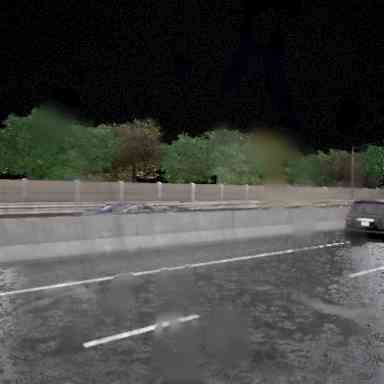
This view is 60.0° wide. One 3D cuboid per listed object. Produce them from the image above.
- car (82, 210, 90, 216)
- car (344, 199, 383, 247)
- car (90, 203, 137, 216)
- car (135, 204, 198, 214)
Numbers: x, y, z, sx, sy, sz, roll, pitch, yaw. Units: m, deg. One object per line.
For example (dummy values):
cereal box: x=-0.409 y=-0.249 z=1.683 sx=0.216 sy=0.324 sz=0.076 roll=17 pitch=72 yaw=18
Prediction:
car: x=-5.961 y=1.591 z=25.434 sx=4.674 sy=1.442 sz=1.812 roll=1 pitch=0 yaw=-35
car: x=8.836 y=1.326 z=14.342 sx=5.566 sy=2.045 sz=2.150 roll=0 pitch=0 yaw=-35
car: x=-3.987 y=1.558 z=22.546 sx=4.902 sy=1.511 sz=2.128 roll=1 pitch=0 yaw=-35
car: x=-1.014 y=1.637 z=20.355 sx=4.181 sy=1.385 sz=1.994 roll=1 pitch=0 yaw=-35
